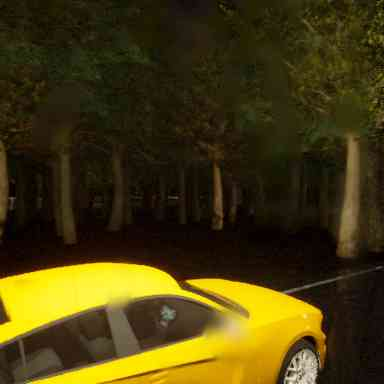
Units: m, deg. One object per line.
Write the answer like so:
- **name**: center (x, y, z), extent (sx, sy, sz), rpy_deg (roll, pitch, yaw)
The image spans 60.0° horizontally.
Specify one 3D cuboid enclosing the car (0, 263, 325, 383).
- **car**: center (-0.722, 1.482, 3.232), extent (5.008, 1.535, 1.882), rpy_deg (0, 0, -35)
